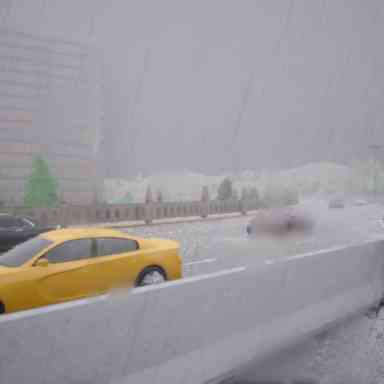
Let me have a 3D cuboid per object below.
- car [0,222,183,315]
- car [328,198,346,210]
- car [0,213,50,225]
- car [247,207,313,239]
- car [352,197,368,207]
[{"bbox_3d":[-2.512,1.503,6.688,5.008,1.535,1.882,0,0,-37],"label":"car"},{"bbox_3d":[19.362,1.546,44.341,1.837,1.490,4.892,0,0,25],"label":"car"},{"bbox_3d":[-7.333,1.558,11.805,4.892,1.490,1.837,0,0,-37],"label":"car"},{"bbox_3d":[4.804,1.553,17.676,1.812,1.442,4.674,0,0,44],"label":"car"},{"bbox_3d":[26.682,1.563,53.043,1.812,1.442,4.674,0,0,19],"label":"car"}]
